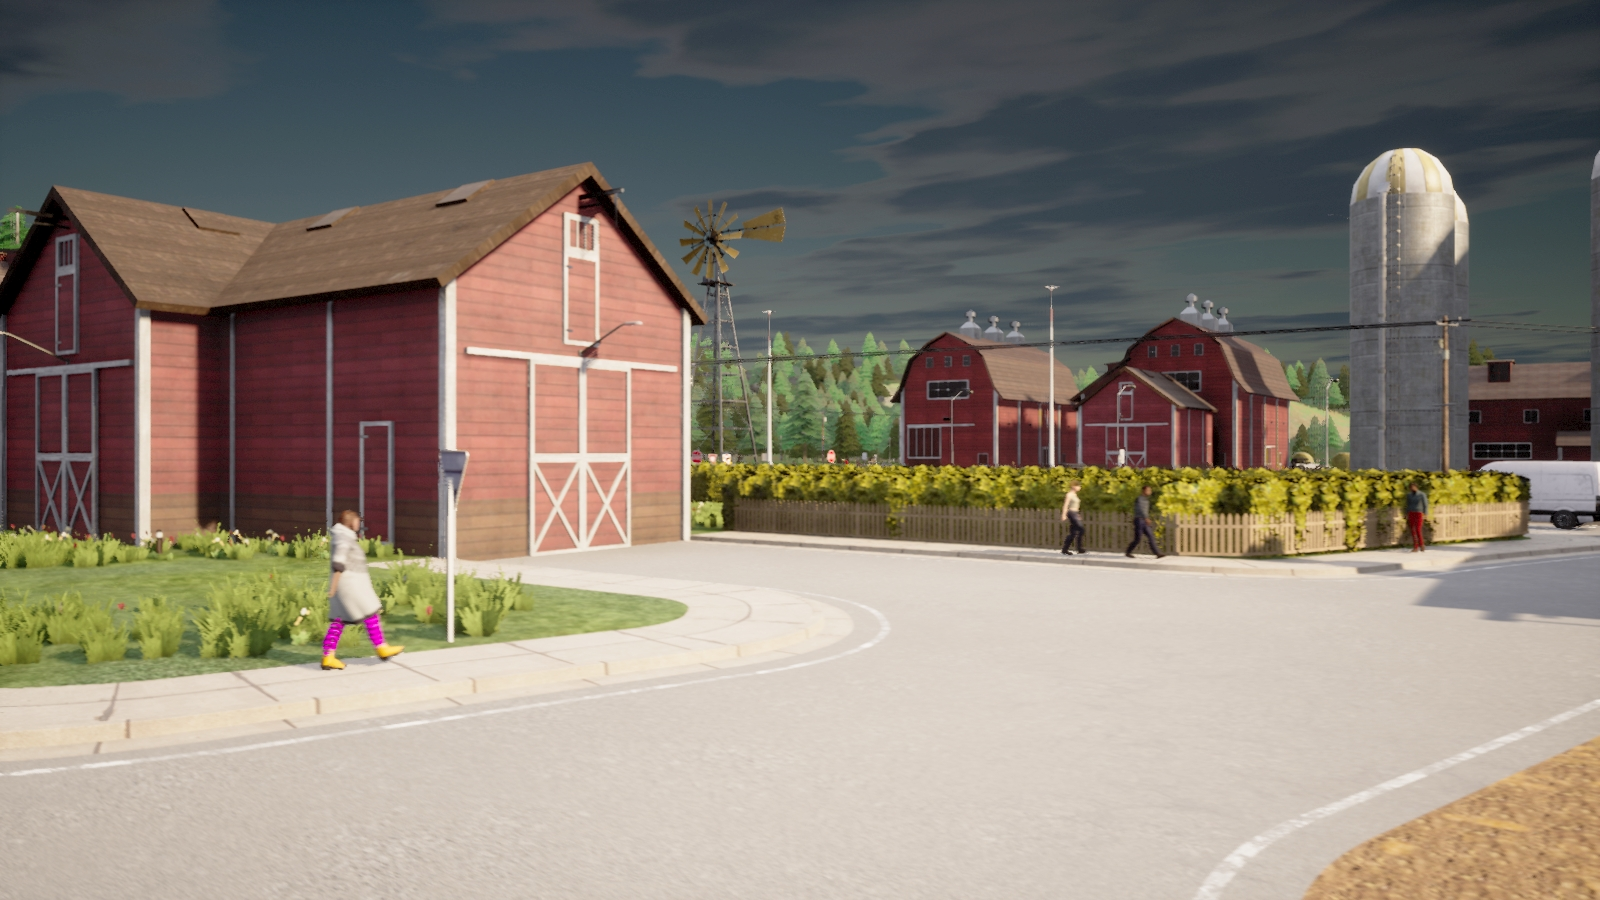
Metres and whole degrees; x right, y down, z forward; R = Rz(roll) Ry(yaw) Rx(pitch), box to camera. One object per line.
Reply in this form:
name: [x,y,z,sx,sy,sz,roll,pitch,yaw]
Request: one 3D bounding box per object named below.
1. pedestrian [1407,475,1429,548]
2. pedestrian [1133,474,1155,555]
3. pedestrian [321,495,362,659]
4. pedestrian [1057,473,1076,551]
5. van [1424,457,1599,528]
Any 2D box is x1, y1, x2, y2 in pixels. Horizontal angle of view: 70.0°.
pedestrian: [16.007,1.581,29.599,0.375,1.860,0.375,0,0,-31]
pedestrian: [8.029,1.488,26.668,0.375,1.860,0.375,0,0,40]
pedestrian: [-5.353,1.466,13.350,0.375,1.860,0.375,0,0,-34]
pedestrian: [6.458,1.488,27.677,0.375,1.860,0.375,0,0,27]
van: [27.801,1.578,44.369,5.915,2.561,1.988,0,0,42]
